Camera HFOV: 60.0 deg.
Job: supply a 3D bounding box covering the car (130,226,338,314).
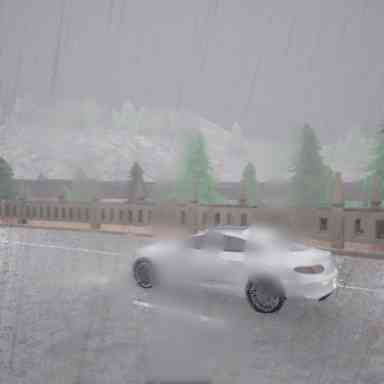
[{"bbox_3d":[0.717,1.490,7.463,4.674,1.442,1.812,0,0,33],"label":"car"}]
